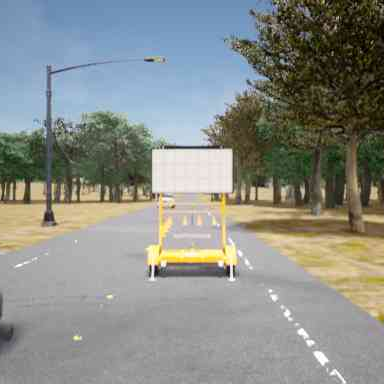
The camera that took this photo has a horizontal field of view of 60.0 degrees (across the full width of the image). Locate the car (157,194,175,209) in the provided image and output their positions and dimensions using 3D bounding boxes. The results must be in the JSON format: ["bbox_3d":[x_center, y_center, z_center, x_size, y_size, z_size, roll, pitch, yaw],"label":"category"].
[{"bbox_3d":[-3.589,1.260,46.152,2.150,2.045,5.566,0,-1,0],"label":"car"}]

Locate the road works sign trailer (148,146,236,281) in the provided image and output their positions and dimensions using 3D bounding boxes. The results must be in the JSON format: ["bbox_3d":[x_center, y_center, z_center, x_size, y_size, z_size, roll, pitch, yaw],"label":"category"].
[{"bbox_3d":[0.008,0.451,9.782,2.380,3.560,2.880,0,0,0],"label":"road works sign trailer"}]

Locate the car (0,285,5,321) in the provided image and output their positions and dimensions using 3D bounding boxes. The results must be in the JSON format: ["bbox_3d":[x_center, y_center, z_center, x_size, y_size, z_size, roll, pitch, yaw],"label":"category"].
[{"bbox_3d":[-3.600,1.520,3.005,1.812,1.442,4.674,0,0,0],"label":"car"}]
